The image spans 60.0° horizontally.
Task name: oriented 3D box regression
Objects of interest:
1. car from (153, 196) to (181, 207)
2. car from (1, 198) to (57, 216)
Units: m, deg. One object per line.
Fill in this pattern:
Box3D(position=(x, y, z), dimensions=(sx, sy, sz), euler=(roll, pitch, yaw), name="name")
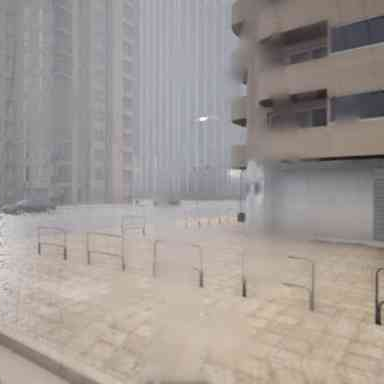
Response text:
Box3D(position=(-3.575, 1.392, 47.874), dimensions=(1.837, 1.490, 4.892), euler=(0, 0, 35), name="car")
Box3D(position=(-15.213, 1.383, 31.214), dimensions=(1.837, 1.490, 4.892), euler=(0, 0, 35), name="car")
